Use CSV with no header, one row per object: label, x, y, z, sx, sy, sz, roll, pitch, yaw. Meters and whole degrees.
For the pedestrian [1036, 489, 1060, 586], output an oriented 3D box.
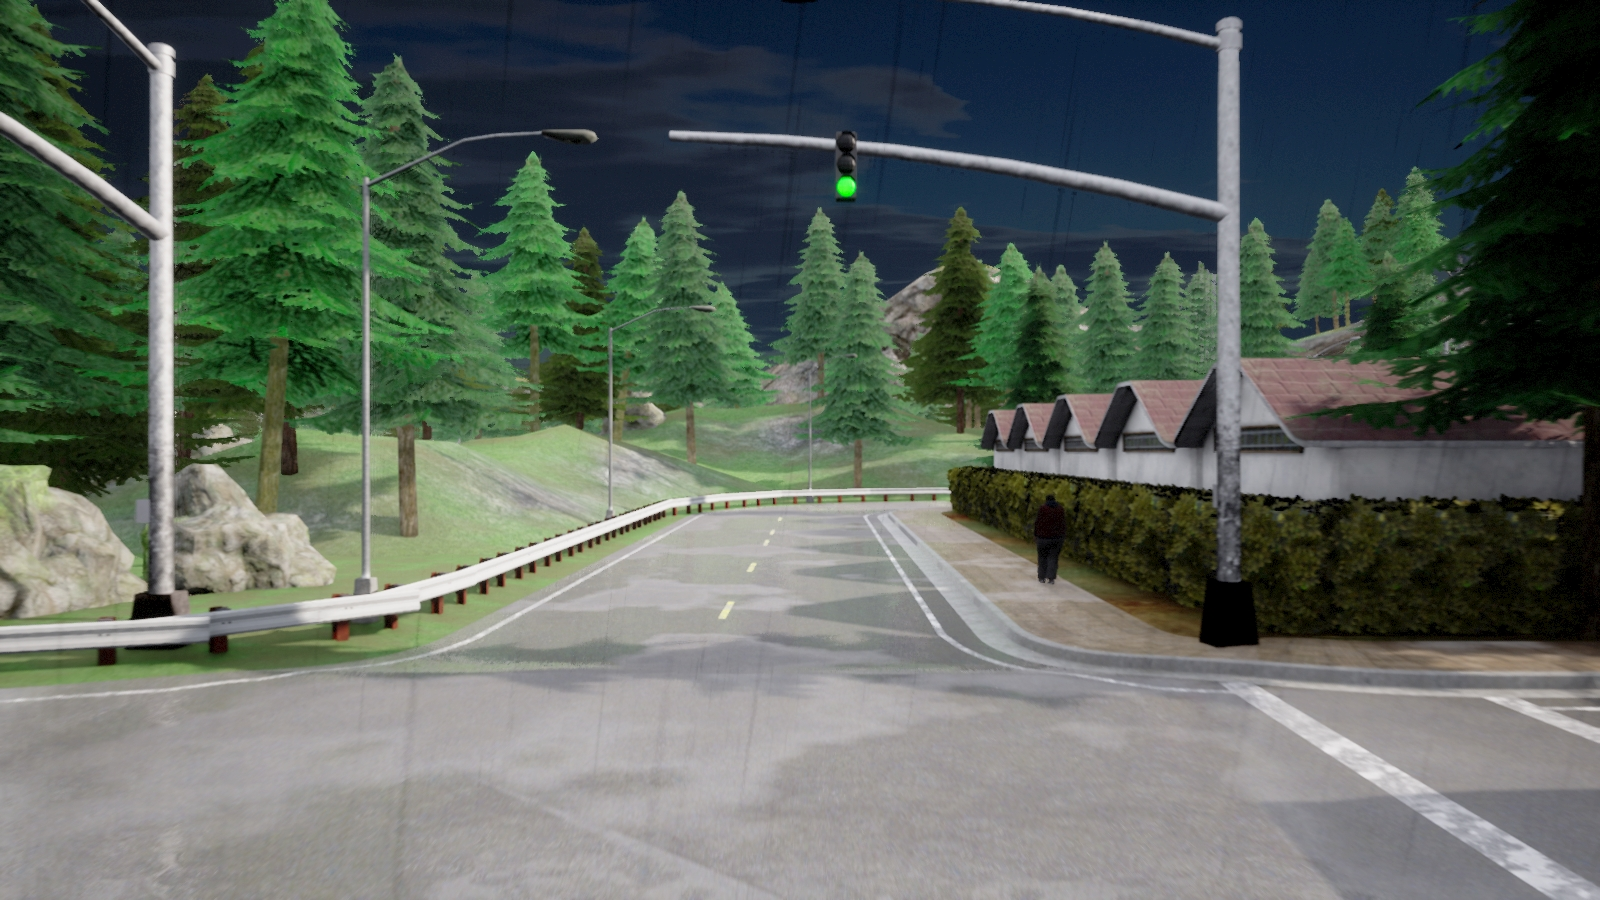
pedestrian,4.845,1.696,22.332,0.375,1.860,0.375,0,0,1
